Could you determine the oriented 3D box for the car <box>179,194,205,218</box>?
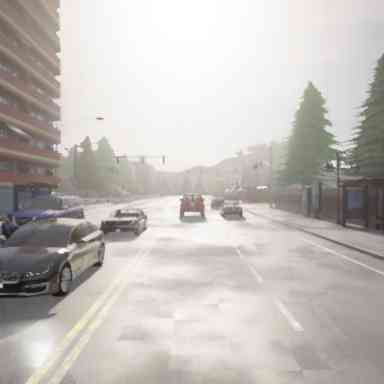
[{"bbox_3d":[0.024,1.176,29.946,2.150,2.045,5.566,0,-1,0],"label":"car"}]

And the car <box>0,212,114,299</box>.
[{"bbox_3d":[-3.610,1.496,8.635,1.837,1.490,4.892,0,0,0],"label":"car"}]

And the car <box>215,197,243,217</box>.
[{"bbox_3d":[3.518,1.507,30.497,2.033,1.411,5.357,0,0,0],"label":"car"}]

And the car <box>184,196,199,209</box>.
[{"bbox_3d":[-0.011,1.401,44.603,1.882,1.535,5.008,0,0,0],"label":"car"}]

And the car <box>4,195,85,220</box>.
[{"bbox_3d":[-7.116,1.204,16.728,2.150,2.045,5.566,0,0,0],"label":"car"}]

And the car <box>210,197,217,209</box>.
[{"bbox_3d":[3.468,1.409,44.769,1.882,1.535,5.008,0,0,0],"label":"car"}]

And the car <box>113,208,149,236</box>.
[{"bbox_3d":[-3.612,1.579,18.558,1.895,1.301,4.718,0,0,0],"label":"car"}]
